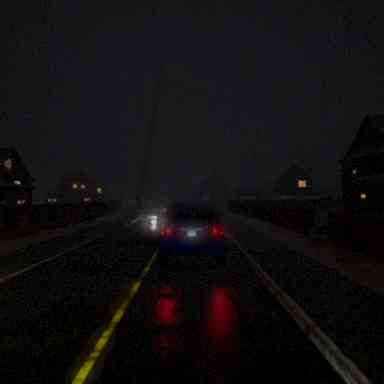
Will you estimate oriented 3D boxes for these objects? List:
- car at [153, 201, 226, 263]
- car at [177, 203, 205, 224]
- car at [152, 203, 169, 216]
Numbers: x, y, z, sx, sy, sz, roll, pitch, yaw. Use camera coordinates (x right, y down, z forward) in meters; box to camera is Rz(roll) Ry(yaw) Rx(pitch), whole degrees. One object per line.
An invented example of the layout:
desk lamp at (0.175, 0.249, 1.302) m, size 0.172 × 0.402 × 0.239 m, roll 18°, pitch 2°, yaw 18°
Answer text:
car at (0.012, 1.351, 12.563) m, size 2.150 × 2.045 × 5.566 m, roll 0°, pitch 0°, yaw 0°
car at (-0.159, 1.792, 28.549) m, size 2.128 × 1.511 × 4.902 m, roll 0°, pitch -1°, yaw -2°
car at (-3.702, 2.034, 39.621) m, size 1.895 × 1.301 × 4.718 m, roll 0°, pitch -1°, yaw -5°
